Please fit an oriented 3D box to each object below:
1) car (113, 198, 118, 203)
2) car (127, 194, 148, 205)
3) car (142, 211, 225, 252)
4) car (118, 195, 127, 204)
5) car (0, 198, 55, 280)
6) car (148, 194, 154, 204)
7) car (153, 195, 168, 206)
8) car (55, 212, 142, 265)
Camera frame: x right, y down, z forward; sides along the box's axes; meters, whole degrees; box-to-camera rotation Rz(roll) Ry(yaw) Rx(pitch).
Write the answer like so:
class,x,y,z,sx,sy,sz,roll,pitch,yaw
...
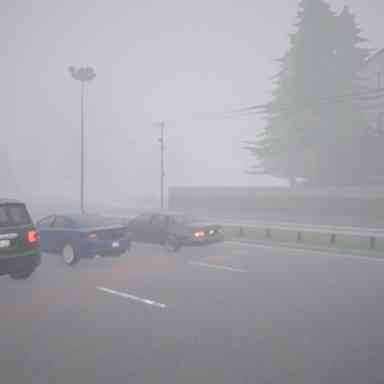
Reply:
class,x,y,z,sx,sy,sz,roll,pitch,yaw
car,-11.989,1.298,59.621,1.812,1.442,4.674,0,0,38
car,-7.691,1.162,53.745,2.097,1.767,4.553,0,0,38
car,-1.279,1.502,13.710,5.357,1.411,2.033,0,0,37
car,-9.804,1.317,56.732,1.812,1.442,4.674,0,0,38
car,-6.118,1.170,8.593,5.566,2.045,2.150,0,0,37
car,-4.135,1.181,52.640,2.097,1.767,4.553,0,0,37
car,-2.682,1.393,48.794,2.033,1.411,5.357,0,0,37
car,-4.286,1.425,11.599,5.008,1.535,1.882,0,0,37
